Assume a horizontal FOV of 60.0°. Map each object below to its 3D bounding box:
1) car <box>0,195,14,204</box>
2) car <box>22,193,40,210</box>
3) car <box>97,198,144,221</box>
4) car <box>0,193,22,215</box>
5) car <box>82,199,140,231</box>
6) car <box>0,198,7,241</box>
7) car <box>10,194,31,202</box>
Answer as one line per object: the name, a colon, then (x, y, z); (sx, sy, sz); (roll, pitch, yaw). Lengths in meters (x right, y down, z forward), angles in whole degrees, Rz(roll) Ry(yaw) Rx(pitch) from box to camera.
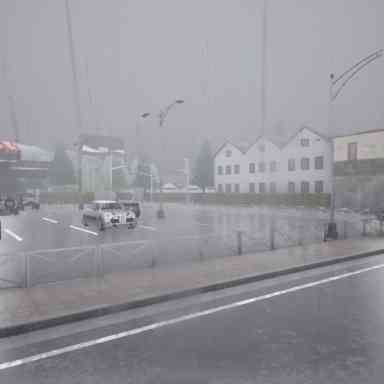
car: (-38.377, 1.495, 66.676); (4.611, 1.667, 2.242); (0, 0, -36)
car: (-19.077, 1.092, 38.678); (1.905, 1.878, 3.866); (0, 0, -36)
car: (-5.720, 1.313, 26.245); (2.007, 1.523, 4.514); (0, 0, -36)
car: (-17.184, 1.113, 30.364); (1.932, 1.855, 4.605); (0, 0, -36)
car: (-4.608, 1.248, 18.379); (1.970, 1.475, 3.806); (0, 0, -36)
car: (-9.645, 1.169, 14.389); (2.152, 1.636, 5.027); (0, 0, -36)
car: (-38.133, 1.328, 73.804); (3.866, 1.878, 1.905); (0, 0, -36)
